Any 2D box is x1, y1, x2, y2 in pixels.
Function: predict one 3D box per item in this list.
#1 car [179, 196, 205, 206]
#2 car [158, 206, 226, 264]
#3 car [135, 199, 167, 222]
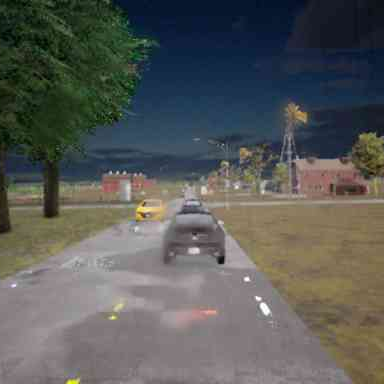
[{"bbox_3d":[0.047,1.301,26.874,1.812,1.442,4.674,0,0,0],"label":"car"},{"bbox_3d":[0.066,1.393,11.386,1.837,1.490,4.892,0,-1,0],"label":"car"},{"bbox_3d":[-2.869,1.271,24.197,1.882,1.535,5.008,0,0,0],"label":"car"}]
